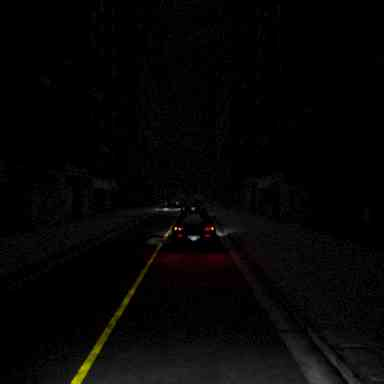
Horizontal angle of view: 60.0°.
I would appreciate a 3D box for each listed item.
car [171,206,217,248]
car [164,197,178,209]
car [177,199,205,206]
[{"bbox_3d":[0.088,1.568,14.915,1.812,1.442,4.674,0,0,0],"label":"car"},{"bbox_3d":[-2.790,1.489,48.092,2.097,1.767,4.553,0,0,0],"label":"car"},{"bbox_3d":[0.095,1.434,28.992,2.097,1.767,4.553,0,0,0],"label":"car"}]
